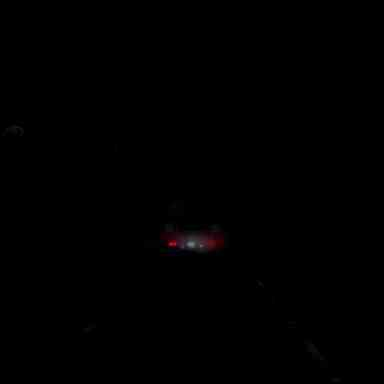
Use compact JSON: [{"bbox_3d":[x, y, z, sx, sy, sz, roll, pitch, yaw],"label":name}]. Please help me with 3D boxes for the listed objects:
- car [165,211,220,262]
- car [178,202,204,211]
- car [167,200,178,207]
[{"bbox_3d":[0.013,1.668,12.534,2.033,1.411,5.357,0,-1,0],"label":"car"},{"bbox_3d":[0.035,1.751,29.237,1.882,1.535,5.008,0,0,1],"label":"car"},{"bbox_3d":[-3.498,2.157,61.791,1.895,1.301,4.718,0,-1,1],"label":"car"}]
